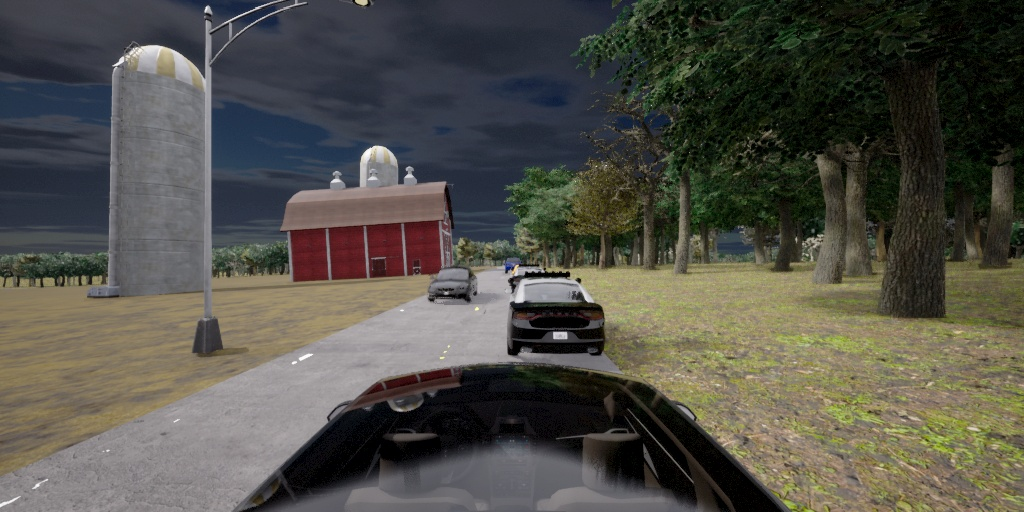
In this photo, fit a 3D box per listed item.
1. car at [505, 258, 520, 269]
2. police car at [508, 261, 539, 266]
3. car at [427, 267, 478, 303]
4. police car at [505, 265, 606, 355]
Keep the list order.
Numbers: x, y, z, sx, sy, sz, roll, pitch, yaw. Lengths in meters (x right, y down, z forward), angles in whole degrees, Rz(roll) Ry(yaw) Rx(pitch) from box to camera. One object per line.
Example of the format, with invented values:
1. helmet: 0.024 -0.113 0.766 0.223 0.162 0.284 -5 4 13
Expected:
1. car: 0.207 1.265 47.309 2.150 2.045 5.566 0 0 0
2. police car: 0.888 1.231 18.832 1.930 1.638 5.238 0 0 0
3. car: -2.693 1.300 17.131 1.837 1.490 4.892 0 0 0
4. police car: 0.851 1.187 8.828 1.930 1.638 5.238 0 0 0
